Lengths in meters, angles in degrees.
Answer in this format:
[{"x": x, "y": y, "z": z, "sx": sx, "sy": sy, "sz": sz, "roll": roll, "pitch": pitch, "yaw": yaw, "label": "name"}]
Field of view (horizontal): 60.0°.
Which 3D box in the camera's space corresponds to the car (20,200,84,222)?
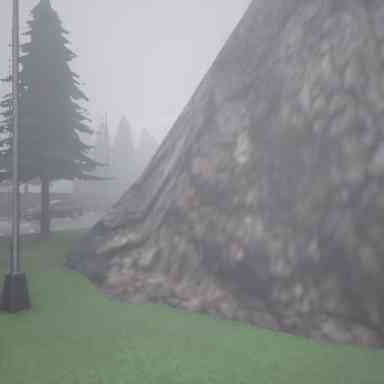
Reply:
[{"x": -10.678, "y": 1.441, "z": 25.570, "sx": 1.837, "sy": 1.490, "sz": 4.892, "roll": 0, "pitch": 0, "yaw": 33, "label": "car"}]
